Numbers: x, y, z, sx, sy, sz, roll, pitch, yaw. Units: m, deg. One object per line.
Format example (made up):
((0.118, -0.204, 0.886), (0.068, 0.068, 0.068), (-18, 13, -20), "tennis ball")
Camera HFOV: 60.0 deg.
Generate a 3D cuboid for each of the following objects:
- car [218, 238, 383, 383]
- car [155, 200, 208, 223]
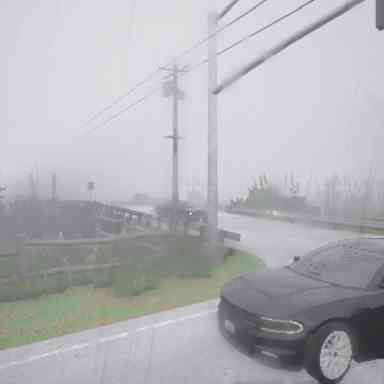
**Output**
((2.835, 1.512, 5.268), (5.008, 1.535, 1.882), (0, -1, -21), "car")
((-0.591, 1.243, 21.571), (1.895, 1.301, 4.718), (0, 3, -32), "car")
